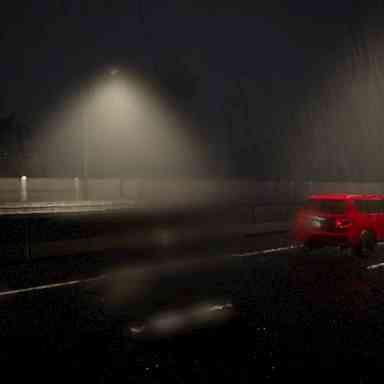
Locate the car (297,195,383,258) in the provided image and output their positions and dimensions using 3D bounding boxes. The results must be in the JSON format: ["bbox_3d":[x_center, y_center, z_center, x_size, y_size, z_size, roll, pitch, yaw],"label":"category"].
[{"bbox_3d":[6.347,1.121,12.496,5.566,2.045,2.150,-1,1,-34],"label":"car"}]
